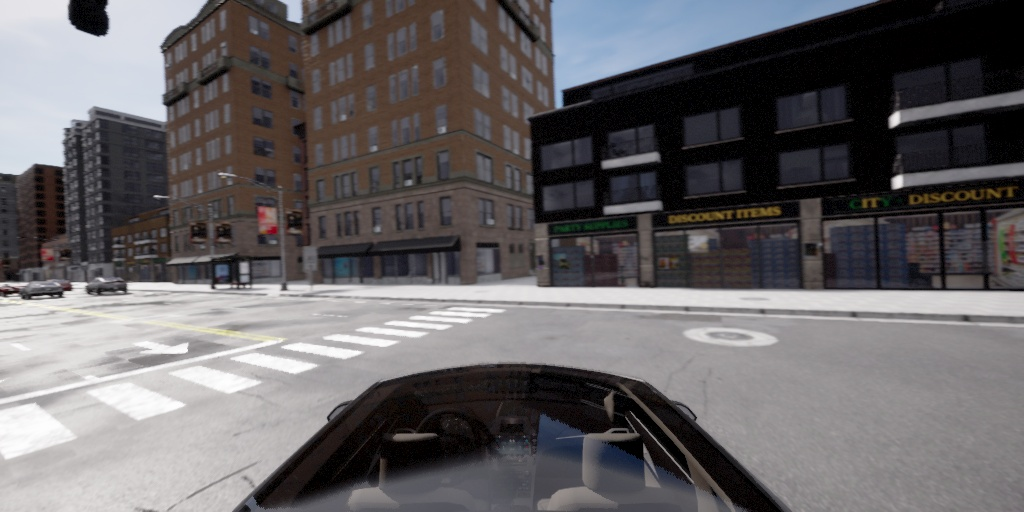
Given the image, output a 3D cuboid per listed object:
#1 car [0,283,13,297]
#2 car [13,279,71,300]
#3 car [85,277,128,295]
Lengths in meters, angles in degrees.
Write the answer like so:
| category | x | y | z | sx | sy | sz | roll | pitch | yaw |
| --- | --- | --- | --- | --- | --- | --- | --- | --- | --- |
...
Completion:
| category | x | y | z | sx | sy | sz | roll | pitch | yaw |
| --- | --- | --- | --- | --- | --- | --- | --- | --- | --- |
| car | -48.956 | 3.280 | 35.433 | 4.718 | 1.301 | 1.895 | -2 | 0 | 29 |
| car | -39.537 | 2.852 | 30.156 | 5.357 | 1.411 | 2.033 | -2 | 0 | 30 |
| car | -36.223 | 2.660 | 32.025 | 4.902 | 1.511 | 2.128 | -2 | 0 | 29 |
